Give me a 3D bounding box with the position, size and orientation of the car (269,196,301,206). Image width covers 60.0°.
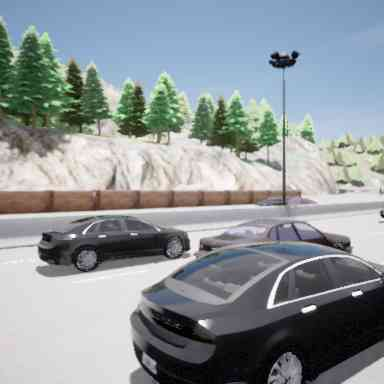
[{"bbox_3d":[14.018,1.351,50.048,5.357,1.411,2.033,0,0,-41],"label":"car"}]

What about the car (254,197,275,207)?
[{"bbox_3d":[8.909,1.368,36.806,4.892,1.490,1.837,0,0,-38],"label":"car"}]

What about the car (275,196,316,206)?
[{"bbox_3d":[10.915,1.387,33.952,4.674,1.442,1.812,0,0,-38],"label":"car"}]

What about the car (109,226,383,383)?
[{"bbox_3d":[1.524,1.487,4.844,4.892,1.490,1.837,-1,0,-36],"label":"car"}]

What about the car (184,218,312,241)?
[{"bbox_3d":[2.620,1.509,9.944,5.357,1.411,2.033,0,0,-36],"label":"car"}]

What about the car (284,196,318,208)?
[{"bbox_3d":[15.217,1.356,46.461,5.357,1.411,2.033,0,0,-41],"label":"car"}]

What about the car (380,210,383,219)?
[{"bbox_3d":[15.509,1.472,23.941,4.718,1.301,1.895,0,0,-37],"label":"car"}]

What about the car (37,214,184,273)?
[{"bbox_3d":[-2.293,1.484,10.721,4.892,1.490,1.837,0,0,-36],"label":"car"}]
